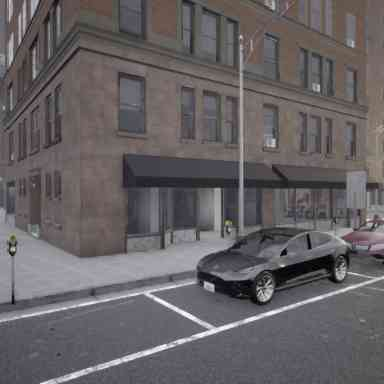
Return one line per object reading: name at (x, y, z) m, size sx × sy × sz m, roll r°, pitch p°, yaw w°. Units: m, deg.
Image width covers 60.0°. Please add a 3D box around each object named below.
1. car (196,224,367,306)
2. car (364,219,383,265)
car at (2.115, 1.566, 8.077) m, size 4.313 × 1.339 × 1.947 m, roll 0°, pitch 0°, yaw -36°
car at (6.578, 1.582, 11.295) m, size 4.206 × 1.307 × 1.802 m, roll 0°, pitch 0°, yaw -36°
